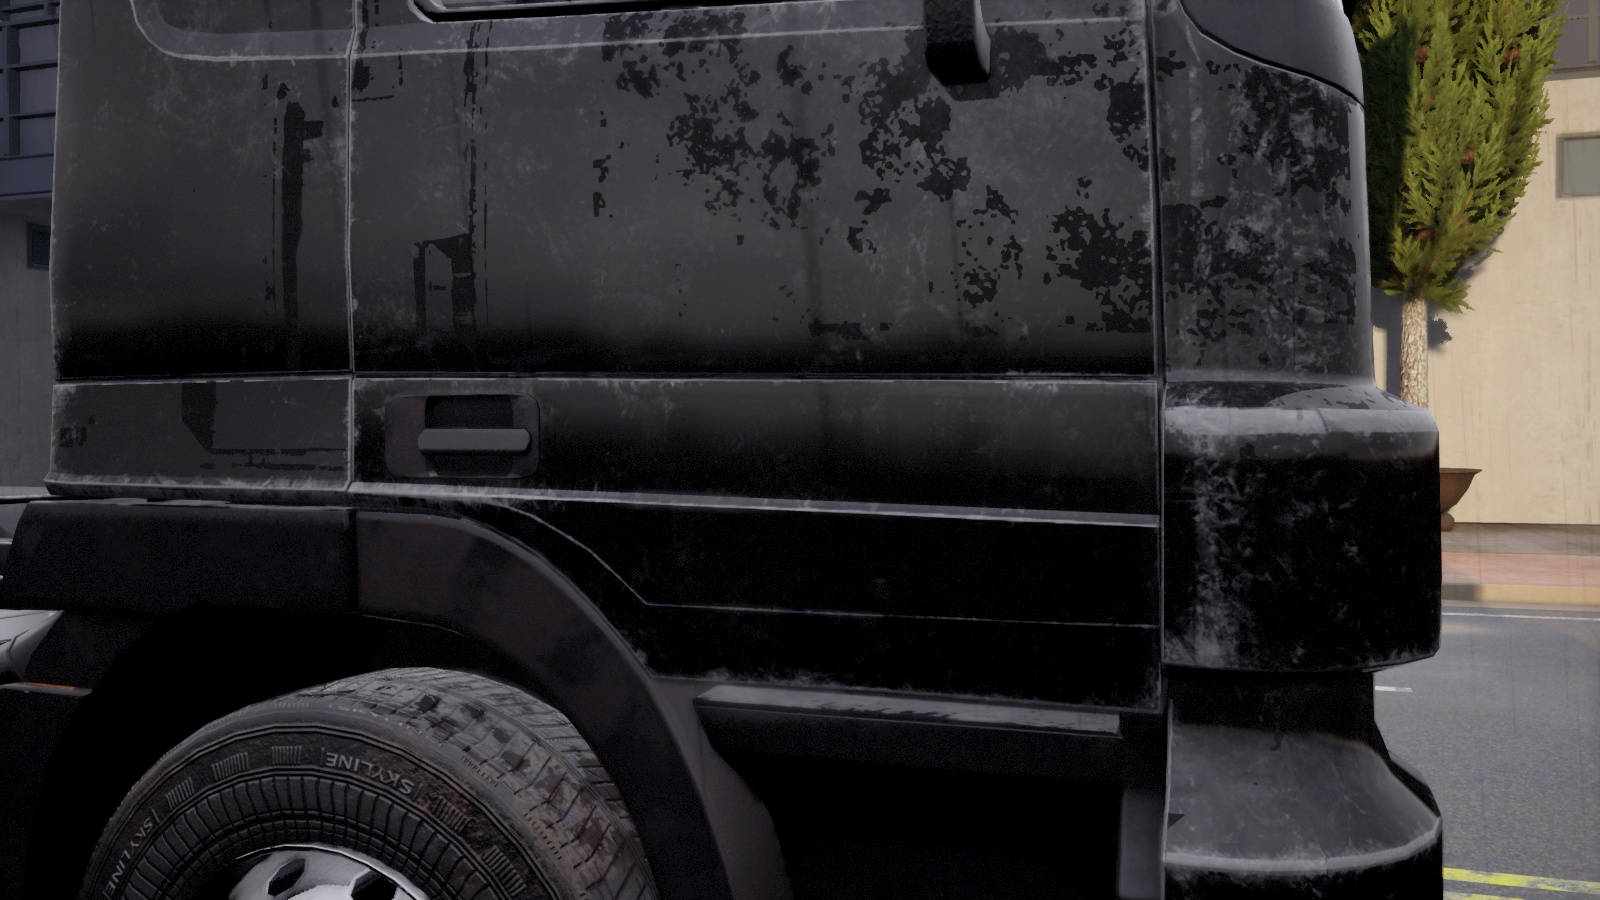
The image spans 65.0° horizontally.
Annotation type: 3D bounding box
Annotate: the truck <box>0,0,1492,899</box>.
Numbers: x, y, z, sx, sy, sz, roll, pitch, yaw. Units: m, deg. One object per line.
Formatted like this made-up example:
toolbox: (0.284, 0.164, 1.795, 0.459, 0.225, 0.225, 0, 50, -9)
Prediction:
truck: (-2.510, -0.230, 4.057, 7.936, 3.462, 2.891, 1, 1, 19)
